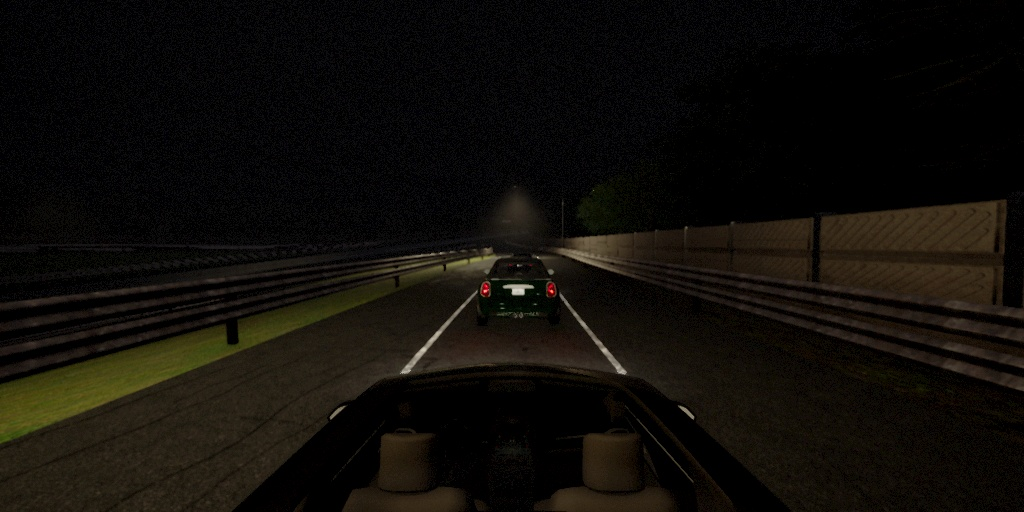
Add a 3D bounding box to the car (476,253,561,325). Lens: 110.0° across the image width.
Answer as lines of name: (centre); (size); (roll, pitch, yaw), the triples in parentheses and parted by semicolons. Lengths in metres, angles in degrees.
car: (0.206, 0.801, 10.674); (2.097, 1.767, 4.553); (0, 2, 1)
